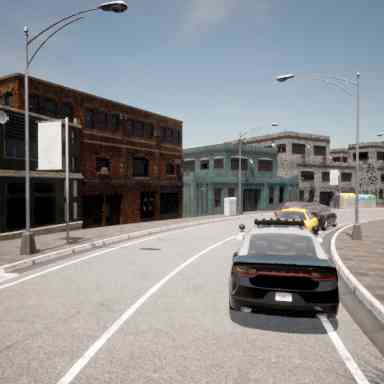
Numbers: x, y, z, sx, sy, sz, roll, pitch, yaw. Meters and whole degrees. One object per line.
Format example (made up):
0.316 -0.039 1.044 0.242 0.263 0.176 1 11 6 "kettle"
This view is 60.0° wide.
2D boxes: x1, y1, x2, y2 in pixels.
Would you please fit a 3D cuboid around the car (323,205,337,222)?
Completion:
7.923 1.536 21.222 1.837 1.490 4.892 1 0 34 "car"

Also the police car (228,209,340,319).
2.003 1.428 7.694 1.930 1.638 5.238 0 0 13 "police car"

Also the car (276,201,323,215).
5.186 1.471 16.548 1.801 1.575 5.366 1 0 26 "car"

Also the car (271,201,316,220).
8.938 1.527 29.065 1.812 1.442 4.674 1 0 43 "car"
